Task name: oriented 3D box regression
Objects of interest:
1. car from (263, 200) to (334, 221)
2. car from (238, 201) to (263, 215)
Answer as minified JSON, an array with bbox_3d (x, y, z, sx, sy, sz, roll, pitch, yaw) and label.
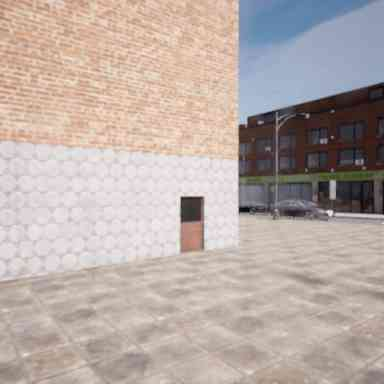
[{"bbox_3d":[8.027,1.327,24.649,2.128,1.511,4.902,0,-1,-35],"label":"car"},{"bbox_3d":[5.681,1.562,33.038,1.895,1.301,4.718,0,-1,-35],"label":"car"}]
